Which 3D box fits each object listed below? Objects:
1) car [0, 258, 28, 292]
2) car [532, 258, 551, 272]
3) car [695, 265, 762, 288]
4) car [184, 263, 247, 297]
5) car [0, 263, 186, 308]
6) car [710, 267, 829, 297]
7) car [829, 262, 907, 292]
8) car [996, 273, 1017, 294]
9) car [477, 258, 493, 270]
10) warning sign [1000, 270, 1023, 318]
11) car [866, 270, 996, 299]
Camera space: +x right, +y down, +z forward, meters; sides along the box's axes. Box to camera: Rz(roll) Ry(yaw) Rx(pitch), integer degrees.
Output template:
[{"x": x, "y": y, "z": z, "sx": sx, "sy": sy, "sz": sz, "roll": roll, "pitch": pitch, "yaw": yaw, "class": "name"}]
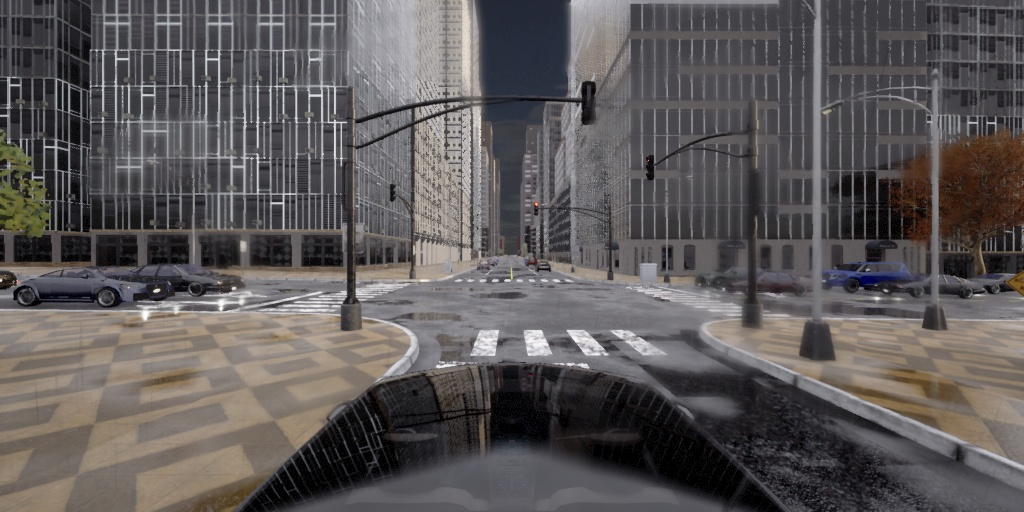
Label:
[{"x": -25.275, "y": 0.816, "z": 15.905, "sx": 4.892, "sy": 1.490, "sz": 1.837, "roll": 1, "pitch": 0, "yaw": -3, "class": "car"}, {"x": 3.924, "y": 1.329, "z": 45.673, "sx": 1.948, "sy": 1.339, "sz": 4.313, "roll": 0, "pitch": 0, "yaw": 0, "class": "car"}, {"x": 14.996, "y": 1.396, "z": 24.479, "sx": 4.553, "sy": 1.767, "sz": 2.097, "roll": 1, "pitch": 0, "yaw": -3, "class": "car"}, {"x": -15.353, "y": 1.040, "z": 16.397, "sx": 5.357, "sy": 1.411, "sz": 2.033, "roll": 1, "pitch": 0, "yaw": 0, "class": "car"}, {"x": -15.079, "y": 1.063, "z": 13.122, "sx": 4.181, "sy": 1.385, "sz": 1.994, "roll": 1, "pitch": 0, "yaw": -3, "class": "car"}, {"x": 15.128, "y": 1.595, "z": 21.230, "sx": 5.357, "sy": 1.411, "sz": 2.033, "roll": 1, "pitch": 0, "yaw": -3, "class": "car"}, {"x": 24.339, "y": 1.433, "z": 24.911, "sx": 5.566, "sy": 2.045, "sz": 2.150, "roll": 1, "pitch": 0, "yaw": -3, "class": "car"}, {"x": 34.567, "y": 1.942, "z": 25.384, "sx": 5.357, "sy": 1.411, "sz": 2.033, "roll": 1, "pitch": 0, "yaw": -3, "class": "car"}, {"x": -4.030, "y": 1.342, "z": 51.165, "sx": 1.802, "sy": 1.307, "sz": 4.207, "roll": 0, "pitch": 0, "yaw": 0, "class": "car"}, {"x": 17.274, "y": 1.204, "z": 11.872, "sx": 1.060, "sy": 1.860, "sz": 1.300, "roll": 0, "pitch": 0, "yaw": -3, "class": "warning sign"}, {"x": 25.187, "y": 1.775, "z": 21.699, "sx": 5.357, "sy": 1.411, "sz": 2.033, "roll": 1, "pitch": 0, "yaw": -3, "class": "car"}]
